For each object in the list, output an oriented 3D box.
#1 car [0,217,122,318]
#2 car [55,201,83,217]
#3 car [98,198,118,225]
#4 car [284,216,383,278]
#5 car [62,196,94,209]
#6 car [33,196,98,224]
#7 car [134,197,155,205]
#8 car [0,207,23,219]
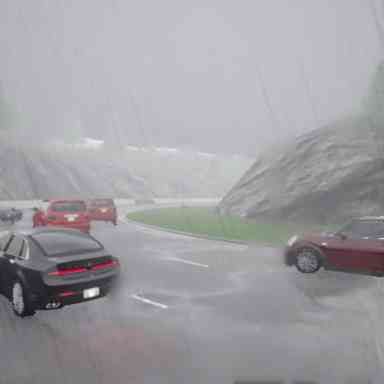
[{"bbox_3d":[-3.519,1.571,7.689,4.892,1.490,1.837,0,0,45],"label":"car"},{"bbox_3d":[-13.274,1.815,36.235,1.837,1.490,4.892,0,0,-7],"label":"car"},{"bbox_3d":[-7.189,1.448,25.658,2.150,2.045,5.566,0,0,-23],"label":"car"},{"bbox_3d":[4.979,1.459,9.360,4.553,1.767,2.097,0,-1,37],"label":"car"},{"bbox_3d":[-18.895,1.697,55.330,2.150,2.045,5.566,0,-1,17],"label":"car"},{"bbox_3d":[-7.019,1.372,17.673,2.150,2.045,5.566,0,0,-32],"label":"car"},{"bbox_3d":[-10.254,1.834,72.394,2.097,1.767,4.553,0,-1,42],"label":"car"},{"bbox_3d":[-14.899,1.814,26.696,1.895,1.301,4.718,0,-1,-18],"label":"car"}]
